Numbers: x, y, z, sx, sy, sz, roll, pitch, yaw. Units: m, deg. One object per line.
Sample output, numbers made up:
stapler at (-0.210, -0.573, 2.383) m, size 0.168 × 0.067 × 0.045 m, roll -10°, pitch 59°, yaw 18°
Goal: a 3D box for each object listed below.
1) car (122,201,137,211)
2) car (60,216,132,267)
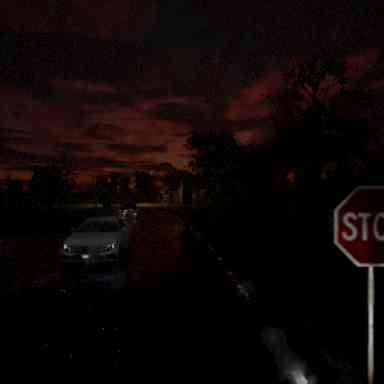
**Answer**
car at (-8.829, 1.981, 46.776) m, size 1.895 × 1.301 × 4.718 m, roll 0°, pitch 0°, yaw -14°
car at (-3.258, 1.629, 12.059) m, size 1.812 × 1.442 × 4.674 m, roll 0°, pitch 0°, yaw -4°
